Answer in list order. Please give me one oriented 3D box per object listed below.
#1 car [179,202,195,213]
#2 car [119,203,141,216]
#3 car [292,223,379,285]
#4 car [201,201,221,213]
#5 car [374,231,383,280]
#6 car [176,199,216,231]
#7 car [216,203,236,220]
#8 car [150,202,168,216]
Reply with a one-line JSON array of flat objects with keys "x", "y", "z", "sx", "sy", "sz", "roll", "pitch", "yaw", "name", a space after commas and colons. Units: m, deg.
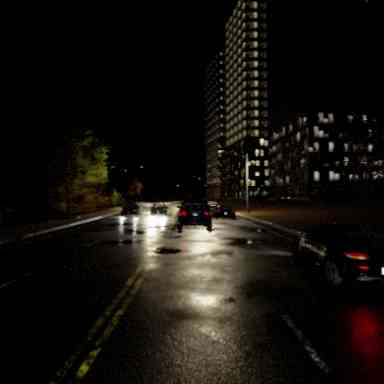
[{"x": -0.754, "y": 2.122, "z": 47.495, "sx": 2.033, "sy": 1.411, "sz": 5.357, "roll": 0, "pitch": -1, "yaw": -3, "name": "car"}, {"x": -7.048, "y": 2.015, "z": 38.540, "sx": 1.812, "sy": 1.442, "sz": 4.674, "roll": 0, "pitch": -1, "yaw": -2, "name": "car"}, {"x": 4.355, "y": 1.611, "z": 9.657, "sx": 1.812, "sy": 1.442, "sz": 4.674, "roll": 0, "pitch": -1, "yaw": 0, "name": "car"}, {"x": 2.519, "y": 2.023, "z": 45.176, "sx": 2.128, "sy": 1.511, "sz": 4.902, "roll": 0, "pitch": -1, "yaw": -3, "name": "car"}, {"x": 4.305, "y": 1.496, "z": 3.602, "sx": 1.882, "sy": 1.535, "sz": 5.008, "roll": 0, "pitch": -1, "yaw": 1, "name": "car"}, {"x": 0.141, "y": 1.478, "z": 22.544, "sx": 2.150, "sy": 2.045, "sz": 5.566, "roll": 0, "pitch": -1, "yaw": -1, "name": "car"}, {"x": 3.067, "y": 1.932, "z": 32.535, "sx": 1.994, "sy": 1.385, "sz": 4.181, "roll": 0, "pitch": -1, "yaw": -1, "name": "car"}, {"x": -3.807, "y": 1.969, "z": 38.771, "sx": 2.128, "sy": 1.511, "sz": 4.902, "roll": 0, "pitch": -1, "yaw": -2, "name": "car"}]
